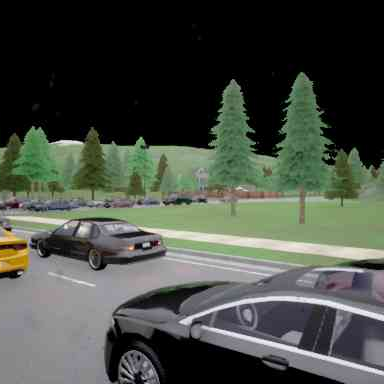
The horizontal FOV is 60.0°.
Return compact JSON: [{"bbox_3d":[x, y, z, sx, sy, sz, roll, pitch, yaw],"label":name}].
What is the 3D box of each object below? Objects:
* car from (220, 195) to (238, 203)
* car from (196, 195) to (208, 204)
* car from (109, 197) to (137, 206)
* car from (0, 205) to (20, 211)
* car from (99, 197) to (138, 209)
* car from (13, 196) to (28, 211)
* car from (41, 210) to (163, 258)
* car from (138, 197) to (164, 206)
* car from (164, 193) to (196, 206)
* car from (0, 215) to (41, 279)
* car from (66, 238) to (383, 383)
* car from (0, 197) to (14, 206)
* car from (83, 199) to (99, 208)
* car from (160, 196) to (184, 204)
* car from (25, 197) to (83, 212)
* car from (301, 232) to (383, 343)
[{"bbox_3d":[7.529,1.405,67.513,2.097,1.767,4.553,0,0,39],"label":"car"},{"bbox_3d":[1.064,1.351,65.092,2.097,1.767,4.553,0,0,39],"label":"car"},{"bbox_3d":[-11.390,1.564,55.126,1.994,1.385,4.181,0,0,38],"label":"car"},{"bbox_3d":[-11.259,1.547,17.133,5.357,1.411,2.033,0,0,38],"label":"car"},{"bbox_3d":[-10.034,1.564,45.599,1.994,1.385,4.181,0,0,39],"label":"car"},{"bbox_3d":[-18.474,1.491,40.613,2.128,1.511,4.902,0,0,39],"label":"car"},{"bbox_3d":[-3.276,1.547,10.987,5.357,1.411,2.033,0,0,38],"label":"car"},{"bbox_3d":[-7.216,1.564,54.757,1.994,1.385,4.181,0,0,38],"label":"car"},{"bbox_3d":[-2.369,1.219,55.227,2.150,2.045,5.566,0,0,38],"label":"car"},{"bbox_3d":[-6.286,1.478,8.894,5.008,1.535,1.882,0,0,38],"label":"car"},{"bbox_3d":[1.182,1.491,3.109,4.902,1.511,2.128,0,0,38],"label":"car"},{"bbox_3d":[-22.004,1.352,41.797,2.097,1.767,4.553,0,0,39],"label":"car"},{"bbox_3d":[-12.706,1.601,47.861,1.895,1.301,4.718,0,0,39],"label":"car"},{"bbox_3d":[-3.811,1.477,64.593,1.882,1.535,5.008,0,0,39],"label":"car"},{"bbox_3d":[-15.786,1.547,38.370,2.033,1.411,5.357,0,0,38],"label":"car"},{"bbox_3d":[4.150,1.564,5.229,4.181,1.385,1.994,0,0,38],"label":"car"}]
